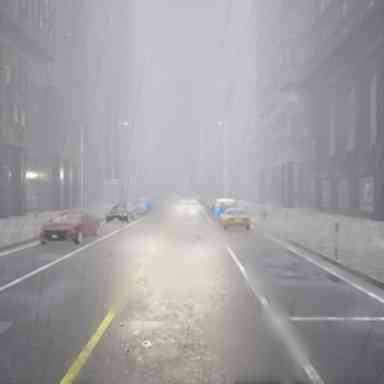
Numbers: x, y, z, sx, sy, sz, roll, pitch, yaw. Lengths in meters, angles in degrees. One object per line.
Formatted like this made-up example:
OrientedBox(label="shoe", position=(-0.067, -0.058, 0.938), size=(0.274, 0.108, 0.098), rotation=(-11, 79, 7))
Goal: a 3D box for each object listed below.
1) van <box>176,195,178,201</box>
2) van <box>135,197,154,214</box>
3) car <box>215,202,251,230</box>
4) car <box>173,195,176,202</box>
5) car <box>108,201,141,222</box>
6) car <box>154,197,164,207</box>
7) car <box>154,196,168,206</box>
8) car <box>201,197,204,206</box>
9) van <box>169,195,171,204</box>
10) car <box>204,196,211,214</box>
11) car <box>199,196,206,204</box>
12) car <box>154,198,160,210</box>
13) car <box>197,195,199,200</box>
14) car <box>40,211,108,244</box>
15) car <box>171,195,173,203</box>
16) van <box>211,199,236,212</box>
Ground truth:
OrientedBox(label="van", position=(-5.759, 1.851, 95.096), size=(1.690, 1.788, 3.998), rotation=(0, 0, 0))
OrientedBox(label="van", position=(-5.763, 1.544, 38.729), size=(1.690, 1.788, 3.998), rotation=(0, 0, 0))
OrientedBox(label="car", position=(2.762, 1.638, 22.001), size=(1.752, 1.417, 4.829), rotation=(0, 0, 0))
OrientedBox(label="car", position=(-5.760, 1.888, 83.822), size=(1.967, 1.590, 4.097), rotation=(0, 0, 0))
OrientedBox(label="car", position=(-5.763, 1.708, 27.455), size=(1.947, 1.339, 4.313), rotation=(0, 0, 0))
OrientedBox(label="car", position=(-5.761, 1.830, 50.001), size=(1.947, 1.339, 4.313), rotation=(0, 0, 0))
OrientedBox(label="car", position=(-5.762, 1.610, 55.639), size=(2.192, 1.841, 5.009), rotation=(0, 0, 0))
OrientedBox(label="car", position=(2.764, 1.815, 50.012), size=(2.008, 1.369, 4.403), rotation=(0, 0, 0))
OrientedBox(label="van", position=(-5.761, 1.697, 66.913), size=(1.690, 1.788, 3.998), rotation=(0, 0, 0))
OrientedBox(label="car", position=(2.762, 1.643, 38.740), size=(1.967, 1.590, 4.097), rotation=(0, 0, 0))
OrientedBox(label="car", position=(2.764, 1.765, 61.284), size=(1.967, 1.590, 4.097), rotation=(0, 0, 0))
OrientedBox(label="car", position=(-5.762, 1.799, 44.365), size=(1.947, 1.339, 4.313), rotation=(0, 0, 0))
OrientedBox(label="car", position=(2.764, 1.701, 72.558), size=(2.192, 1.841, 5.009), rotation=(0, 0, 0))
OrientedBox(label="car", position=(-5.764, 1.627, 16.182), size=(1.887, 1.381, 4.507), rotation=(0, 0, 0))
OrientedBox(label="car", position=(-5.760, 1.827, 72.549), size=(1.967, 1.590, 4.097), rotation=(0, 0, 0))
OrientedBox(label="van", position=(2.761, 1.483, 27.468), size=(1.690, 1.788, 3.998), rotation=(0, 0, 0))
